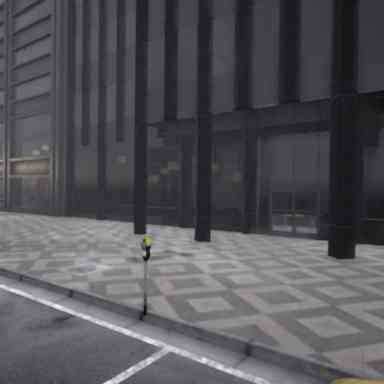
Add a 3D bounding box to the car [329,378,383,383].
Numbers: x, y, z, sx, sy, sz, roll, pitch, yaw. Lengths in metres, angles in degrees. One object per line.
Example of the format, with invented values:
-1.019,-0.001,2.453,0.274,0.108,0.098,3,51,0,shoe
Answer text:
2.572,1.546,1.006,4.829,1.417,1.752,1,1,37,car
